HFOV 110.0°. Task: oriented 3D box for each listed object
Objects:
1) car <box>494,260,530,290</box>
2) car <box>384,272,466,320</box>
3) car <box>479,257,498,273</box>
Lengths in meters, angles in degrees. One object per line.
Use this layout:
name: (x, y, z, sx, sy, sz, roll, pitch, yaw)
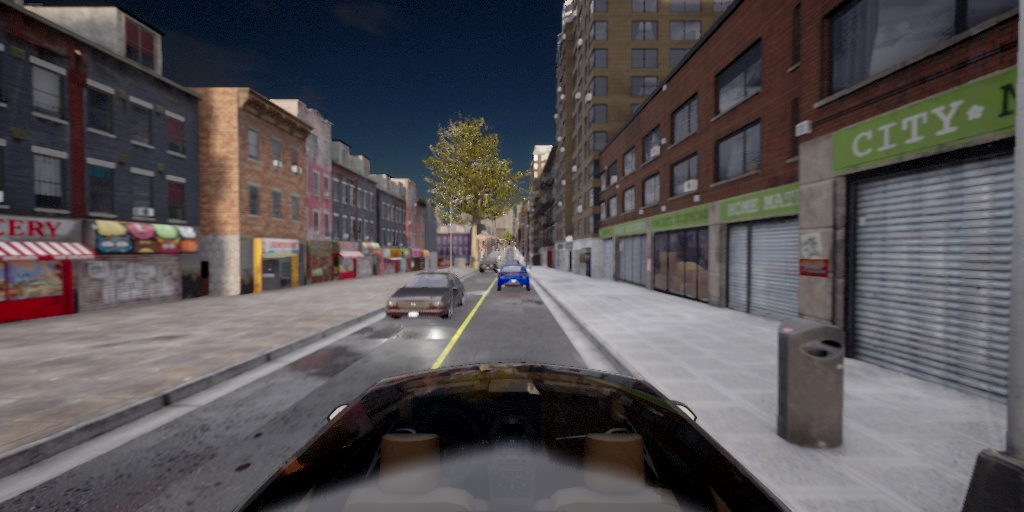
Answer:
car: (0.099, 1.221, 22.175, 1.882, 1.535, 5.008, 0, 0, 0)
car: (-2.820, 1.289, 12.942, 2.033, 1.411, 5.357, 0, 0, 0)
car: (-2.837, 1.085, 44.777, 2.150, 2.045, 5.566, 0, 0, 0)
